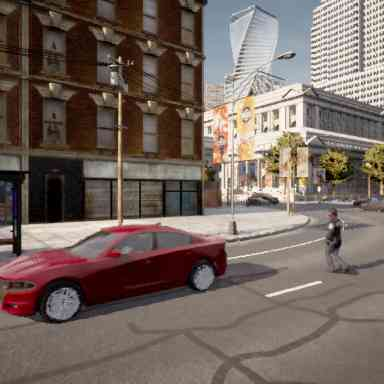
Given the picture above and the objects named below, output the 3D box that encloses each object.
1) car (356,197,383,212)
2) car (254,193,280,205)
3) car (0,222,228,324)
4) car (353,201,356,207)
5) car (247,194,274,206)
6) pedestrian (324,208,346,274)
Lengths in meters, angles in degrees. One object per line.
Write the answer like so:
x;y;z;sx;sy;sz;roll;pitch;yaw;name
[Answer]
21.636;1.547;38.309;2.033;1.411;5.357;0;0;-3;car
12.587;1.222;57.384;2.150;2.045;5.566;0;0;-29;car
-1.441;1.477;7.340;5.008;1.535;1.882;0;0;-36;car
26.433;1.520;50.039;2.002;1.452;4.674;0;0;-16;car
10.592;1.526;53.470;1.812;1.442;4.674;0;0;-25;car
3.884;1.294;9.124;0.375;1.860;0.375;0;0;-38;pedestrian
